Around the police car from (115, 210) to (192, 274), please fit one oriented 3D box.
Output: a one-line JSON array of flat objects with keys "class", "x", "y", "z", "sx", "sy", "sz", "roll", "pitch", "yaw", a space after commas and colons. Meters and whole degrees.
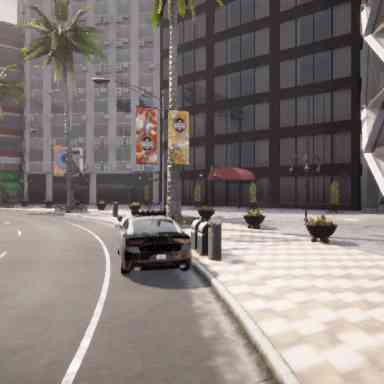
[{"class": "police car", "x": -1.415, "y": 1.413, "z": 10.777, "sx": 1.930, "sy": 1.638, "sz": 5.238, "roll": 0, "pitch": 0, "yaw": -15}]
